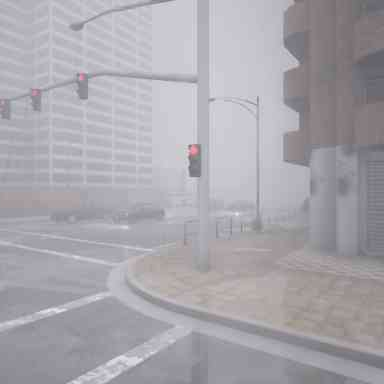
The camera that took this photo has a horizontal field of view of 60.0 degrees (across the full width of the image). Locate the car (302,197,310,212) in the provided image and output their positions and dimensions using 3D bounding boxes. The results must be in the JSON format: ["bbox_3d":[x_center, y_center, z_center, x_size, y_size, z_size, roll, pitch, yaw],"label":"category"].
[{"bbox_3d":[14.413,1.352,38.755,2.097,1.767,4.553,0,0,35],"label":"car"}]

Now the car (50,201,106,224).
[{"bbox_3d":[-8.223,1.478,25.252,1.882,1.535,5.008,0,0,35],"label":"car"}]

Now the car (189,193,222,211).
[{"bbox_3d":[2.159,1.351,39.874,2.097,1.767,4.553,0,0,36],"label":"car"}]

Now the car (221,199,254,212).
[{"bbox_3d":[5.635,1.565,38.715,1.994,1.385,4.181,0,0,36],"label":"car"}]

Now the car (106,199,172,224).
[{"bbox_3d":[-3.922,1.526,25.242,1.812,1.442,4.674,0,0,35],"label":"car"}]
